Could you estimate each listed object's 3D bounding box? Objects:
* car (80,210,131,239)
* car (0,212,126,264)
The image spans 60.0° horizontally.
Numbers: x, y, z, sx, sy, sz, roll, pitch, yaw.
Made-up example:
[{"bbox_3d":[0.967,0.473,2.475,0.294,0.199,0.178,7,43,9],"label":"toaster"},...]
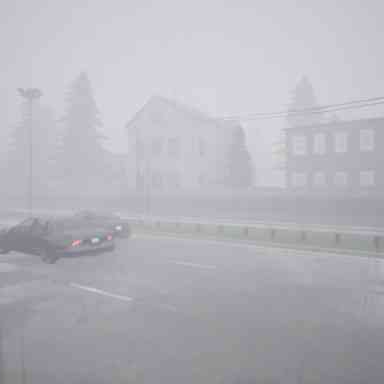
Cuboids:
[{"bbox_3d":[-4.891,1.568,16.012,4.181,1.385,1.994,0,0,36],"label":"car"},{"bbox_3d":[-5.050,1.550,11.802,5.357,1.411,2.033,0,0,36],"label":"car"}]
